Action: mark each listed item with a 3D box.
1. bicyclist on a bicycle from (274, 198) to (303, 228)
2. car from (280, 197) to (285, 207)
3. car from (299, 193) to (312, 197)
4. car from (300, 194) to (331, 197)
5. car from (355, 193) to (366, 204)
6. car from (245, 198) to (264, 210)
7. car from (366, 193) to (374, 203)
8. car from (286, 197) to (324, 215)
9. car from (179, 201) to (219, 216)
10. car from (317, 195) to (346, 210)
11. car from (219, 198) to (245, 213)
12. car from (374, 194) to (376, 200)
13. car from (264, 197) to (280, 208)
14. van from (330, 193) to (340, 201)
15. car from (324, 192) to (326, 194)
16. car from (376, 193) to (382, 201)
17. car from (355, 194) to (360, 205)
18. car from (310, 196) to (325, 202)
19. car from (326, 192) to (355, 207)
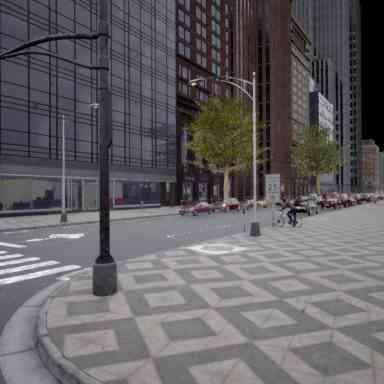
[{"bbox_3d":[5.277,1.177,18.388,1.656,1.620,0.582,-1,0,35],"label":"bicyclist on a bicycle"},{"bbox_3d":[13.274,1.456,50.279,1.947,1.339,4.313,0,0,35],"label":"car"},{"bbox_3d":[19.667,1.416,59.571,1.887,1.381,4.507,0,0,35],"label":"car"},{"bbox_3d":[16.527,1.340,44.502,2.128,1.511,4.902,-1,0,35],"label":"car"},{"bbox_3d":[26.684,1.118,54.733,2.192,1.841,5.009,0,0,35],"label":"car"},{"bbox_3d":[6.882,1.495,40.986,1.802,1.307,4.206,0,0,35],"label":"car"},{"bbox_3d":[33.077,1.100,64.024,2.192,1.841,5.009,0,0,35],"label":"car"},{"bbox_3d":[10.706,1.424,31.504,1.947,1.339,4.313,0,0,35],"label":"car"},{"bbox_3d":[0.489,1.524,31.694,1.802,1.307,4.206,0,0,35],"label":"car"},{"bbox_3d":[17.097,1.377,40.796,1.887,1.381,4.507,0,0,35],"label":"car"},{"bbox_3d":[3.684,1.367,36.340,1.967,1.590,4.097,0,0,35],"label":"car"},{"bbox_3d":[36.370,1.303,68.809,1.752,1.417,4.829,-1,0,35],"label":"car"},{"bbox_3d":[9.981,1.426,45.492,1.752,1.417,4.829,0,0,35],"label":"car"},{"bbox_3d":[35.647,1.186,82.803,1.690,1.788,3.998,-1,0,35],"label":"van"},{"bbox_3d":[22.214,1.052,52.768,2.150,2.045,5.566,-1,0,35],"label":"car"},{"bbox_3d":[42.665,1.359,77.959,1.802,1.307,4.206,-1,0,35],"label":"car"},{"bbox_3d":[23.490,1.378,50.086,1.947,1.339,4.313,0,0,35],"label":"car"},{"bbox_3d":[26.061,1.419,68.864,1.947,1.339,4.313,0,0,35],"label":"car"},{"bbox_3d":[20.293,1.137,45.442,2.192,1.841,5.009,0,0,35],"label":"car"}]
